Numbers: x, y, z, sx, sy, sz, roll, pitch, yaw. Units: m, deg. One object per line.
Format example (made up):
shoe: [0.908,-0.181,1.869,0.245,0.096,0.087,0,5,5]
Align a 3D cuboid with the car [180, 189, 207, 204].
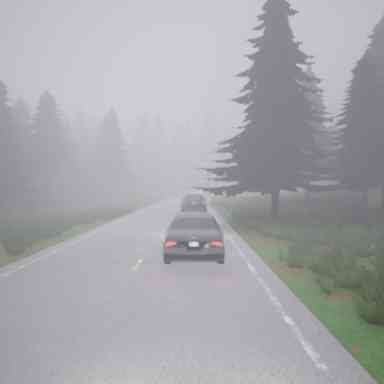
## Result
car: [0.179,0.903,28.223,2.097,1.767,4.553,0,1,1]

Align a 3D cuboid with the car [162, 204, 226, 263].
car: [0.077,1.369,11.155,2.033,1.411,5.357,0,1,1]
